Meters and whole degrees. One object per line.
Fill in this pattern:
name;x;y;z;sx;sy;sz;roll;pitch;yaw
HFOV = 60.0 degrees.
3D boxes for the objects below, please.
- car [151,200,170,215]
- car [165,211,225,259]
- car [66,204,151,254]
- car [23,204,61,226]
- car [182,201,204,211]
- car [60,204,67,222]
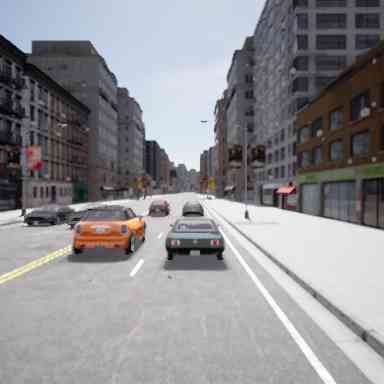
car;-3.159;1.506;32.936;1.812;1.442;4.674;0;0;0
car;0.102;1.593;12.491;1.895;1.301;4.718;0;0;0
car;-3.147;1.343;13.595;2.097;1.767;4.553;0;0;0
car;-9.837;1.533;23.595;2.033;1.411;5.357;0;0;0
car;0.106;1.544;31.758;1.994;1.385;4.181;0;0;0
car;-6.589;1.534;22.287;2.033;1.411;5.357;0;0;0
